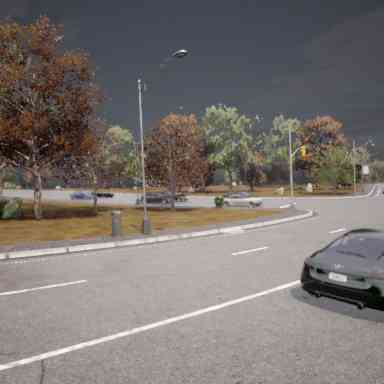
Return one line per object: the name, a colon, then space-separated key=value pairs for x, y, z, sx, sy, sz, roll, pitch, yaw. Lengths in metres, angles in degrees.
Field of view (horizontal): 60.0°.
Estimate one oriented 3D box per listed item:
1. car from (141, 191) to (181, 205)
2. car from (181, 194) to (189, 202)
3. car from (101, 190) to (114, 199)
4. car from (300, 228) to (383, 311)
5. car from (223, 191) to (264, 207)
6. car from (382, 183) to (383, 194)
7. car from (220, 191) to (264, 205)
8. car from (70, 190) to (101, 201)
car: x=-4.237 y=0.808 z=42.292 sx=4.892 sy=1.490 sz=1.837 roll=0 pitch=3 yaw=33
car: x=-2.608 y=0.622 z=45.398 sx=4.902 sy=1.511 sz=2.128 roll=1 pitch=3 yaw=33
car: x=-14.621 y=0.398 z=53.170 sx=4.718 sy=1.301 sz=1.895 roll=2 pitch=4 yaw=33
car: x=4.262 y=1.508 z=7.365 sx=4.181 sy=1.385 sz=1.994 roll=-1 pitch=0 yaw=-38
car: x=5.328 y=0.925 z=36.120 sx=4.718 sy=1.301 sz=1.895 roll=0 pitch=2 yaw=33
car: x=29.725 y=-0.839 z=49.622 sx=2.150 sy=2.045 sz=5.566 roll=-1 pitch=2 yaw=31
car: x=5.968 y=0.670 z=39.863 sx=4.892 sy=1.490 sz=1.837 roll=0 pitch=3 yaw=33
car: x=-16.367 y=0.497 z=50.133 sx=4.674 sy=1.442 sz=1.812 roll=2 pitch=4 yaw=33
